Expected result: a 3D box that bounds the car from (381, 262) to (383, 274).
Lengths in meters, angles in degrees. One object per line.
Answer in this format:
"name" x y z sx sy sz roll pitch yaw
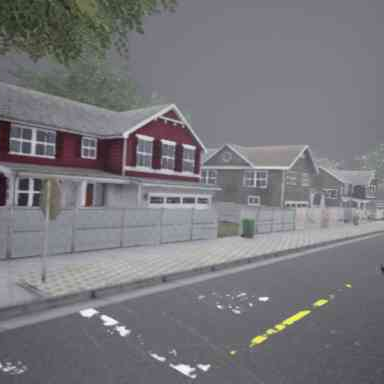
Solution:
"car" 7.626 2.075 10.805 2.033 1.411 5.357 4 0 41
